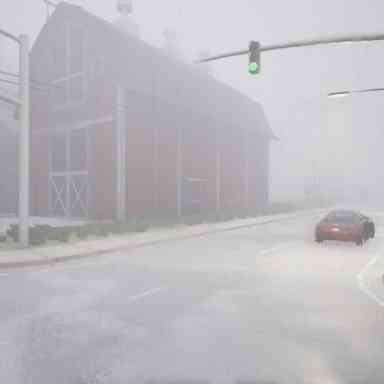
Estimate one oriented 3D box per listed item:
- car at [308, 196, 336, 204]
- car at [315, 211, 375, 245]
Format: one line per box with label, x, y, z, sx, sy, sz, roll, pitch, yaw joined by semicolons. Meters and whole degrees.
car;21.892;1.481;56.474;4.892;1.490;1.837;0;0;40
car;7.301;1.579;15.739;1.994;1.385;4.181;0;0;36
